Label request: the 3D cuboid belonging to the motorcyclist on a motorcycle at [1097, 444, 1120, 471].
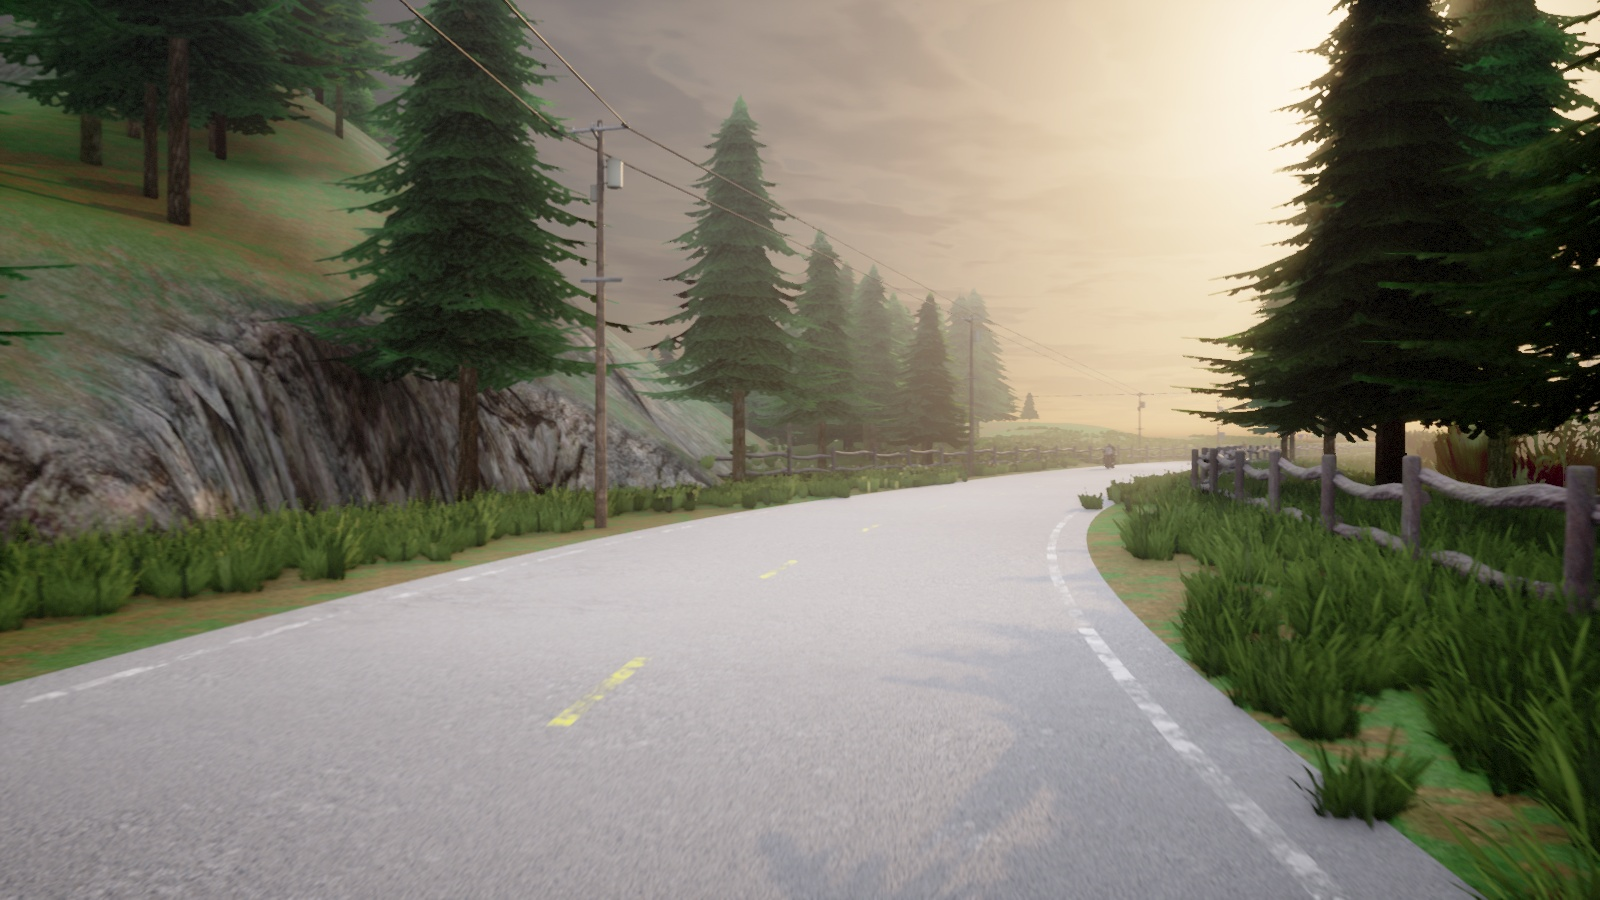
[{"bbox_3d":[17.567,0.401,71.452,0.866,1.530,2.191,0,0,24],"label":"motorcyclist on a motorcycle"}]
